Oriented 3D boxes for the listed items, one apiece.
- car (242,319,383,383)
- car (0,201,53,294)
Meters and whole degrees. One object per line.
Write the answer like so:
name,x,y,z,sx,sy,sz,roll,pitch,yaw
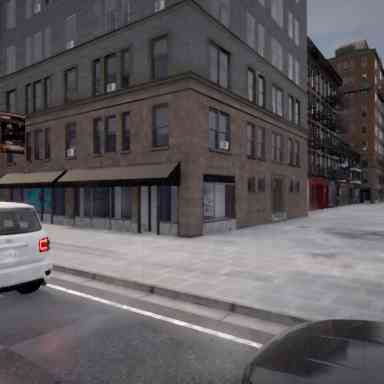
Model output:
car,2.605,1.505,1.829,4.892,1.490,1.837,0,0,36
car,-5.465,1.222,7.574,5.566,2.045,2.150,0,0,36
